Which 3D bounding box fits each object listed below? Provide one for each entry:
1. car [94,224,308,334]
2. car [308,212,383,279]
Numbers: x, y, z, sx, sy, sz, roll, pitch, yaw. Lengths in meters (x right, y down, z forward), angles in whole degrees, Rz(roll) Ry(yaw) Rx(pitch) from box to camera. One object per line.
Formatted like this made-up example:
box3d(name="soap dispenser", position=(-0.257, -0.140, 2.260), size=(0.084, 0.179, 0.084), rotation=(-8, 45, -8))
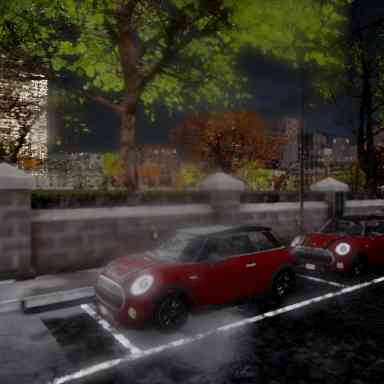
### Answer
box3d(name="car", position=(0.170, 1.441, 6.680), size=(4.097, 1.590, 1.967), rotation=(0, 0, -35))
box3d(name="car", position=(4.753, 1.443, 9.947), size=(4.097, 1.590, 1.967), rotation=(0, 0, -35))
